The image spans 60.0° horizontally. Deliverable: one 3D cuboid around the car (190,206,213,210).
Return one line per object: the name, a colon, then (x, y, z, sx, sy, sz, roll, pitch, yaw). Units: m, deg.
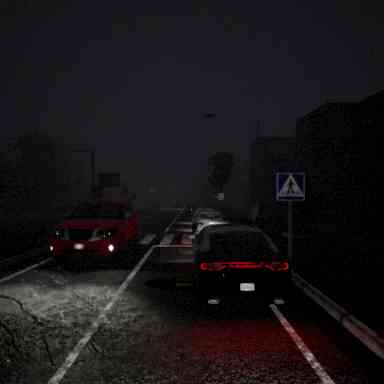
car: (0.931, 1.718, 18.244, 1.812, 1.442, 4.674, 0, -1, 0)

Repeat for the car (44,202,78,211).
car: (-22.019, 2.440, 56.040, 4.892, 1.521, 2.231, 0, -1, 0)

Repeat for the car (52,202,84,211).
car: (-22.029, 2.508, 59.312, 5.008, 1.535, 2.097, 0, -1, 0)

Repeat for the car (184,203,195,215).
car: (-0.045, 2.332, 45.468, 1.994, 1.385, 4.181, 0, -1, 0)

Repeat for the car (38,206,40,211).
car: (-22.022, 2.409, 52.764, 4.674, 1.452, 2.002, 0, -1, 0)

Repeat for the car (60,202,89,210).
car: (-22.021, 2.615, 62.459, 4.674, 1.452, 2.002, 0, -1, 0)

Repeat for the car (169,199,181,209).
car: (-3.327, 2.785, 71.287, 1.882, 1.535, 5.008, 0, -1, 0)

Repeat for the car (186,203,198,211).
car: (-0.071, 2.598, 58.983, 2.033, 1.411, 5.357, 0, -1, 0)

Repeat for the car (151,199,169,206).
car: (-8.930, 3.255, 93.700, 4.892, 1.521, 2.231, 0, -1, 0)

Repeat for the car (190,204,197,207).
car: (0.923, 1.845, 24.248, 1.812, 1.442, 4.674, 0, -1, 0)

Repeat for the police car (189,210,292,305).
police car: (0.951, 1.465, 8.343, 1.930, 1.638, 5.238, 0, -1, 0)

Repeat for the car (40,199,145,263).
car: (-3.382, 1.312, 12.718, 2.150, 2.045, 5.566, 0, -1, 0)
